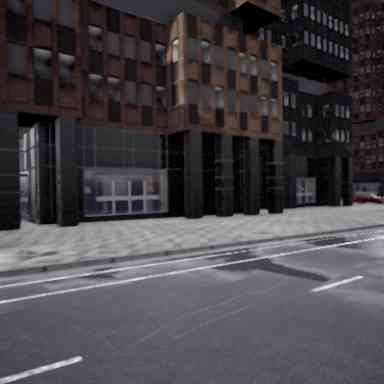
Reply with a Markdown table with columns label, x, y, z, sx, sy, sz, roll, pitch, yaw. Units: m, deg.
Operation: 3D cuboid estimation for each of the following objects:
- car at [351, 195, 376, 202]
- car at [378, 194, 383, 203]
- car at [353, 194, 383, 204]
| label | x | y | z | sx | sy | sz | roll | pitch | yaw |
| --- | --- | --- | --- | --- | --- | --- | --- | --- | --- |
| car | 35.312 | 1.390 | 68.438 | 1.802 | 1.307 | 4.206 | -2 | 1 | -36 |
| car | 38.460 | 1.228 | 64.021 | 1.967 | 1.590 | 4.097 | -2 | 1 | -36 |
| car | 31.518 | 1.260 | 59.071 | 2.192 | 1.841 | 5.009 | -2 | 1 | -36 |
